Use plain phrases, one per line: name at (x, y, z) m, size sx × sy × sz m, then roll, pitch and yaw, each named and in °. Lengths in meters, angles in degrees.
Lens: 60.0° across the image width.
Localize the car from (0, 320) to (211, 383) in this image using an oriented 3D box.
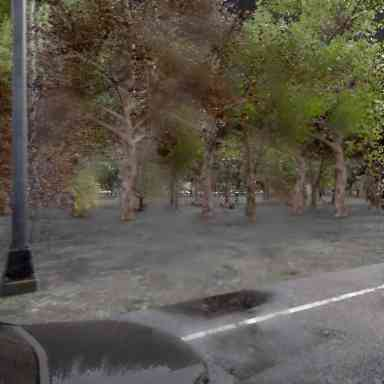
car at (-1.971, 1.525, 2.015) m, size 4.674 × 1.442 × 1.812 m, roll 0°, pitch 0°, yaw -34°
